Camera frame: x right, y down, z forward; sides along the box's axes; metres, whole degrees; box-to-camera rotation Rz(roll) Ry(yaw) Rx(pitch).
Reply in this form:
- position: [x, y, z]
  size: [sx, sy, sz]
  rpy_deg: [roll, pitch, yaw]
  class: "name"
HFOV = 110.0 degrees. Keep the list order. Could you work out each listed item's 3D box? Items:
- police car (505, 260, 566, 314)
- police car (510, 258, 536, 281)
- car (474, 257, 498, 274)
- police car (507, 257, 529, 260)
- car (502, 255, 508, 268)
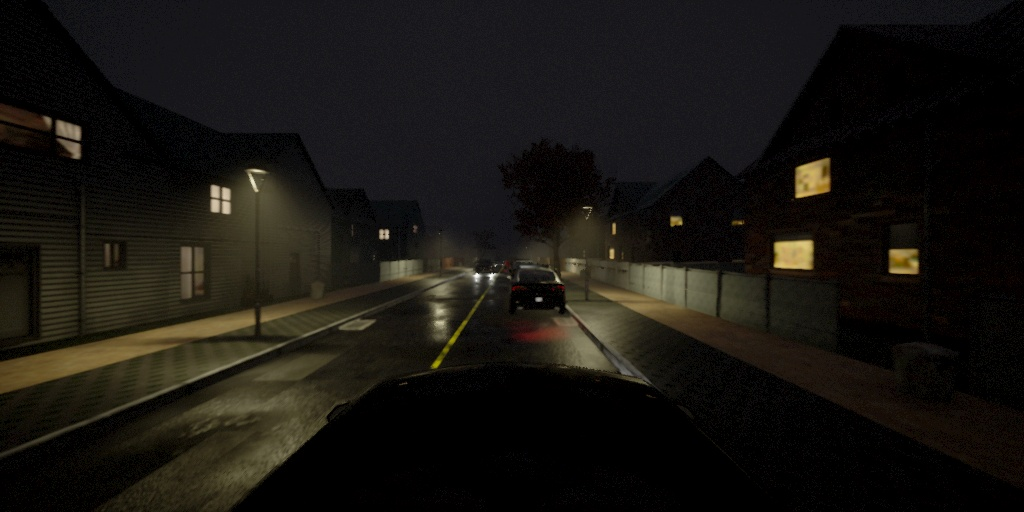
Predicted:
- position: [0.827, 1.106, 13.556]
  size: [1.930, 1.638, 5.238]
  rpy_deg: [0, 0, 0]
  class: "police car"
- position: [0.828, 1.019, 29.556]
  size: [1.930, 1.638, 5.238]
  rpy_deg: [0, 0, 0]
  class: "police car"
- position: [-2.835, 1.062, 38.146]
  size: [1.837, 1.490, 4.892]
  rpy_deg: [0, 0, 0]
  class: "car"
- position: [0.828, 1.051, 23.556]
  size: [1.930, 1.638, 5.238]
  rpy_deg: [0, 0, 0]
  class: "police car"
- position: [0.030, 0.903, 50.360]
  size: [2.097, 1.767, 4.553]
  rpy_deg: [0, 0, 0]
  class: "car"
